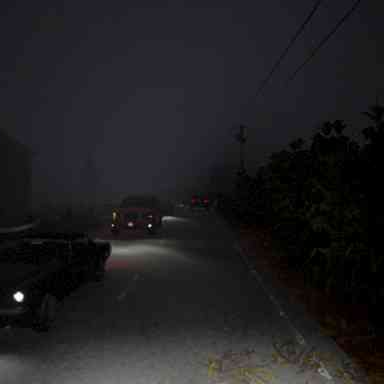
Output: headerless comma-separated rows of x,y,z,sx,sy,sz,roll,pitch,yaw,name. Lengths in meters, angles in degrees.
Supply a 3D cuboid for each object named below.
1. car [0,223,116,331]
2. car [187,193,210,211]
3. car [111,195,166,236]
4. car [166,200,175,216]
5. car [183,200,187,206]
-3.188,1.590,6.958,1.895,1.301,4.718,0,0,1,car
0.920,1.181,40.022,2.150,2.045,5.566,0,0,1,car
-2.933,1.199,18.792,2.150,2.045,5.566,0,0,1,car
-2.640,1.511,31.880,2.033,1.411,5.357,0,0,1,car
0.248,1.512,50.731,1.994,1.385,4.181,0,0,-28,car
